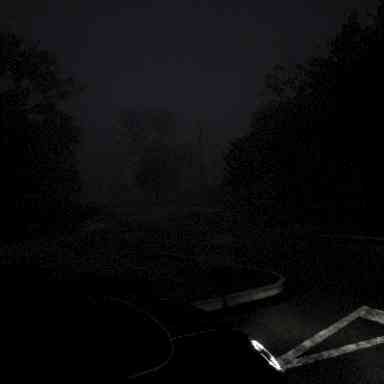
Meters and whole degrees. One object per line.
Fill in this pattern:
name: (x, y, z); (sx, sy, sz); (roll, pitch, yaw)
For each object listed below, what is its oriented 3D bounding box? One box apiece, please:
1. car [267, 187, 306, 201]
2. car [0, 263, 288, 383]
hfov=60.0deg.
car: (13.818, 0.301, 48.694); (5.566, 2.045, 2.150); (-2, 1, -7)
car: (-1.362, 1.347, 2.320); (4.553, 1.767, 2.097); (0, 0, -36)
